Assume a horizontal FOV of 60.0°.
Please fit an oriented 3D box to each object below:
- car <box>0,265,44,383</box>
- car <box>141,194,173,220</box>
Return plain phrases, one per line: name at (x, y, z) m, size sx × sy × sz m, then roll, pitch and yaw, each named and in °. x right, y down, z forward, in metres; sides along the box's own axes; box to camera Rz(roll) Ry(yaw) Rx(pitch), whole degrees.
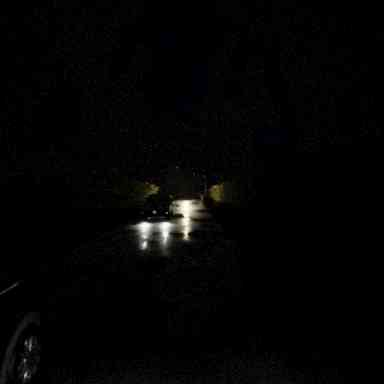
car at (-2.839, 1.347, 2.094) m, size 2.097 × 1.767 × 4.553 m, roll 0°, pitch 0°, yaw 0°
car at (-2.775, 1.163, 27.604) m, size 2.150 × 2.045 × 5.566 m, roll 0°, pitch 0°, yaw 0°
